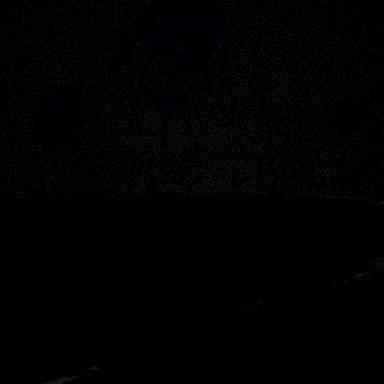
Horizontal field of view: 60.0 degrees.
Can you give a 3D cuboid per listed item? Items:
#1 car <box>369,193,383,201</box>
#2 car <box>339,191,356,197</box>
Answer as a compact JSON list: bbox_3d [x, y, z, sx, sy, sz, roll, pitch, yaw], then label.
[{"bbox_3d":[33.545,0.966,59.944,1.882,1.535,5.008,1,1,11],"label":"car"},{"bbox_3d":[37.579,0.441,80.440,1.882,1.535,5.008,1,1,-5],"label":"car"}]
